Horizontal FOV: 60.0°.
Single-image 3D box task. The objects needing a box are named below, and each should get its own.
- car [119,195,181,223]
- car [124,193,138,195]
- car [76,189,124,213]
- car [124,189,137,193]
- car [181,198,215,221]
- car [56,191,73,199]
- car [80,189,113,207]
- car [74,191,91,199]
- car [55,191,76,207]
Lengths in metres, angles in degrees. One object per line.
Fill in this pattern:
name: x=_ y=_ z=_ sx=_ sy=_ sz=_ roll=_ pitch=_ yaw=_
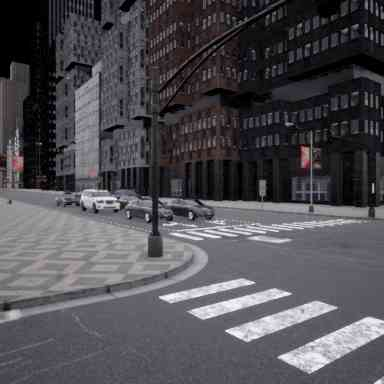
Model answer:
car: x=-3.040 y=1.240 z=23.284 sx=1.837 sy=1.490 sz=4.892 roll=0 pitch=1 yaw=-36
car: x=-5.720 y=1.108 z=32.553 sx=1.837 sy=1.490 sz=4.892 roll=0 pitch=1 yaw=-36
car: x=-8.729 y=0.819 z=31.168 sx=2.150 sy=2.045 sz=5.566 roll=0 pitch=1 yaw=-36
car: x=-8.835 y=0.674 z=42.760 sx=2.150 sy=2.045 sz=5.566 roll=0 pitch=1 yaw=-36
car: x=-0.276 y=1.239 z=24.965 sx=1.837 sy=1.490 sz=4.892 roll=0 pitch=1 yaw=-38
car: x=-24.955 y=0.532 z=65.093 sx=1.837 sy=1.490 sz=4.892 roll=0 pitch=1 yaw=-36
car: x=-11.869 y=0.672 z=41.093 sx=2.150 sy=2.045 sz=5.566 roll=0 pitch=1 yaw=-35
car: x=-21.885 y=0.564 z=66.395 sx=1.812 sy=1.442 sz=4.674 roll=0 pitch=1 yaw=-36
car: x=-14.943 y=0.991 z=39.789 sx=2.033 sy=1.411 sz=5.357 roll=0 pitch=1 yaw=-36
